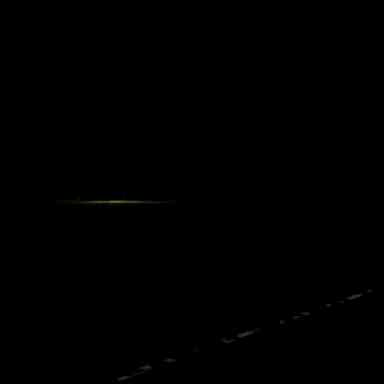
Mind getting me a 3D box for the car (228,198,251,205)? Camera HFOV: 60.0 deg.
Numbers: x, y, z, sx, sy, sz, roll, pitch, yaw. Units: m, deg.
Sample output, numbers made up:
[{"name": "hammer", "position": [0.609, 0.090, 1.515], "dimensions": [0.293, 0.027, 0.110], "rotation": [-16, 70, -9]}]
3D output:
[{"name": "car", "position": [9.205, 1.817, 65.066], "dimensions": [1.882, 1.535, 5.008], "rotation": [0, 0, -40]}]
